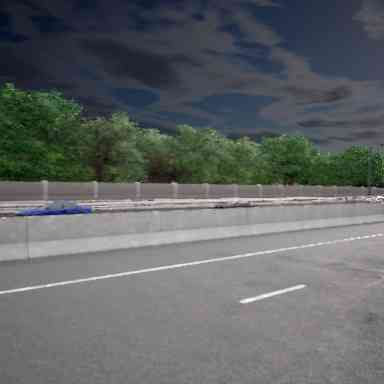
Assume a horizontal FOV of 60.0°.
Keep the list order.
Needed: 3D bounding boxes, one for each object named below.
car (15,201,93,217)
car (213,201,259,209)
[{"bbox_3d":[-9.422,1.398,23.048,5.008,1.535,1.882,0,0,-35],"label":"car"},{"bbox_3d":[4.349,1.517,32.820,4.718,1.301,1.895,0,0,-35],"label":"car"}]
